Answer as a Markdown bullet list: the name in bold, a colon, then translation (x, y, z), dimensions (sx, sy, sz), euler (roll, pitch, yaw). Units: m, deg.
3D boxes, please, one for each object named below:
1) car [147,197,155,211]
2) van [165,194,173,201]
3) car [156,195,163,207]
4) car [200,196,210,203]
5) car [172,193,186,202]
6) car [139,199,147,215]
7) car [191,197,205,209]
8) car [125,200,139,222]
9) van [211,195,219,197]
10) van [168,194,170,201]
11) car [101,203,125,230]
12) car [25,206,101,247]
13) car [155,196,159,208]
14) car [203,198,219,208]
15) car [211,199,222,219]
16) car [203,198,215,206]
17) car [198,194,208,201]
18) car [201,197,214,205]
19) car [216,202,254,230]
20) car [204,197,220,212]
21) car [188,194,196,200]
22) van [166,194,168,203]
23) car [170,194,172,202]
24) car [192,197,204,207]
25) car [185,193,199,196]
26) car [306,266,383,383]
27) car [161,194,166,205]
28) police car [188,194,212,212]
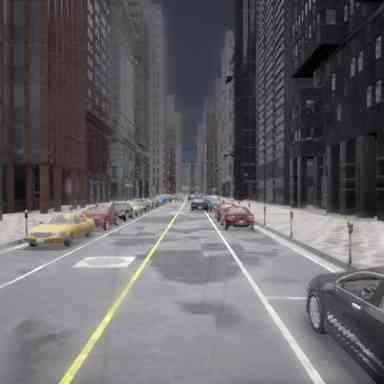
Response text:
- **car**: translation (-5.764, 1.569, 37.761), dimensions (1.947, 1.339, 4.313), euler (0, 0, 0)
- **van**: translation (-5.765, 1.390, 82.853), dimensions (1.690, 1.788, 3.998), euler (0, 0, 0)
- **car**: translation (-5.764, 1.576, 49.034), dimensions (1.947, 1.339, 4.313), euler (0, 0, 0)
- **car**: translation (2.760, 1.579, 71.595), dimensions (1.887, 1.381, 4.507), euler (0, 0, 0)
- **car**: translation (-3.000, 1.551, 75.955), dimensions (1.994, 1.385, 4.181), euler (0, 0, 0)
- **car**: translation (-5.764, 1.526, 31.954), dimensions (1.752, 1.417, 4.829), euler (0, 0, 0)
- **car**: translation (0.851, 1.550, 48.163), dimensions (1.837, 1.490, 4.892), euler (1, 0, 0)
- **car**: translation (-5.764, 1.565, 26.488), dimensions (1.947, 1.339, 4.313), euler (0, 0, 0)
- **van**: translation (2.761, 1.348, 43.414), dimensions (1.690, 1.788, 3.998), euler (0, 0, 0)
- **van**: translation (-5.765, 1.369, 65.944), dimensions (1.690, 1.788, 3.998), euler (0, 0, 0)
- **car**: translation (-5.764, 1.543, 20.852), dimensions (1.887, 1.381, 4.507), euler (0, 0, 0)
- **car**: translation (-5.764, 1.524, 15.045), dimensions (1.752, 1.417, 4.829), euler (0, 0, 0)
- **car**: translation (-5.764, 1.588, 43.398), dimensions (1.802, 1.307, 4.206), euler (0, 0, 0)
- **car**: translation (2.761, 1.561, 49.051), dimensions (2.008, 1.369, 4.403), euler (0, 0, 0)
- **car**: translation (2.761, 1.544, 26.506), dimensions (1.887, 1.381, 4.507), euler (0, 0, 0)
- **car**: translation (2.761, 1.597, 54.687), dimensions (1.802, 1.307, 4.206), euler (0, 0, 0)
- **car**: translation (2.760, 1.364, 82.868), dimensions (2.192, 1.841, 5.009), euler (0, 0, 0)
- **car**: translation (2.761, 1.572, 60.323), dimensions (2.008, 1.369, 4.403), euler (0, 0, 0)
- **car**: translation (2.761, 1.543, 20.869), dimensions (1.887, 1.381, 4.507), euler (0, 0, 0)
- **car**: translation (2.761, 1.554, 37.778), dimensions (2.008, 1.369, 4.403), euler (0, 0, 0)
- **car**: translation (0.000, 1.320, 89.209), dimensions (2.097, 1.767, 4.553), euler (0, 0, 0)
- **van**: translation (-5.765, 1.362, 60.308), dimensions (1.690, 1.788, 3.998), euler (0, 0, 0)
- **car**: translation (-5.765, 1.356, 77.217), dimensions (2.192, 1.841, 5.009), euler (0, 0, 0)
- **car**: translation (0.900, 1.542, 54.163), dimensions (1.812, 1.442, 4.674), euler (0, 0, 0)
- **car**: translation (0.000, 1.421, 74.238), dimensions (1.882, 1.535, 5.008), euler (0, 0, 0)
- **car**: translation (2.761, 1.550, 3.962), dimensions (2.008, 1.369, 4.403), euler (0, 0, 0)
- **car**: translation (-5.765, 1.456, 54.671), dimensions (1.967, 1.590, 4.097), euler (0, 0, 0)
- **police car**: translation (0.775, 1.432, 38.247), dimensions (1.930, 1.638, 5.238), euler (0, 0, -2)
